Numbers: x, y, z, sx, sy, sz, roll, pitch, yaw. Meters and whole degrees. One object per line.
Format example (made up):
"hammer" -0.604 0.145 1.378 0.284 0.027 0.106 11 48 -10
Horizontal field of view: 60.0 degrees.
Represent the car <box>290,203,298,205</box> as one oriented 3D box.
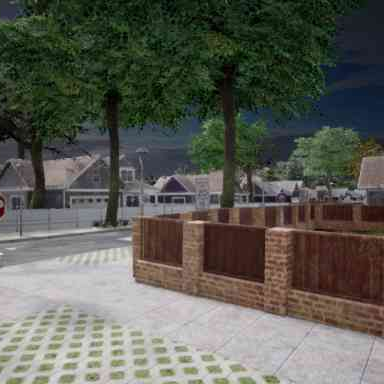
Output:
"car" 14.539 2.361 46.524 2.128 1.511 4.902 -1 -2 35
